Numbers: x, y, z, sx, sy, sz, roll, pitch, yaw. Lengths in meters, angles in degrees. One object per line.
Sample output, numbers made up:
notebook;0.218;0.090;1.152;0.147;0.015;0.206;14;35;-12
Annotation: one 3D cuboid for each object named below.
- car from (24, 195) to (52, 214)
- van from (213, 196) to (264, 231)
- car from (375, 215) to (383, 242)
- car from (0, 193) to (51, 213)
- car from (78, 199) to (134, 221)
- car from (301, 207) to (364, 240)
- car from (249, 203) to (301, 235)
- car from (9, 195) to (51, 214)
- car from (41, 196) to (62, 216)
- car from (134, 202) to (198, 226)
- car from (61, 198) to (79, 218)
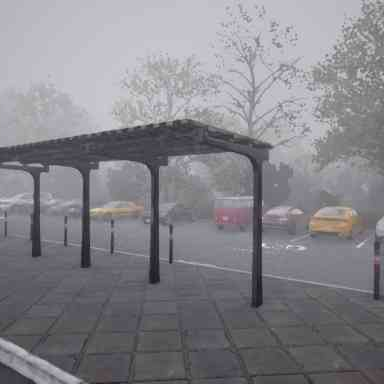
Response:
car;-12.765;1.375;31.750;2.097;1.535;5.008;0;0;35
van;3.145;1.247;20.596;1.878;1.987;4.442;0;0;35
car;9.866;1.556;15.681;2.002;1.452;4.674;0;0;35
car;-17.311;1.097;34.934;2.435;2.045;5.566;0;0;35
car;-6.085;1.414;26.775;1.946;1.575;5.366;0;0;35
car;7.602;1.501;17.285;2.097;1.535;5.008;0;0;35
car;5.337;1.527;18.894;2.002;1.452;4.674;0;0;35
car;-15.029;1.362;33.356;2.097;1.535;5.008;0;0;35
car;-10.500;1.391;30.144;2.231;1.521;4.892;0;0;35
car;-1.467;1.475;23.690;2.163;1.488;4.792;0;0;35
car;-8.224;1.433;28.557;2.163;1.488;4.792;0;0;35
